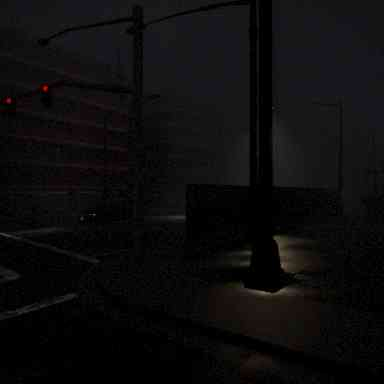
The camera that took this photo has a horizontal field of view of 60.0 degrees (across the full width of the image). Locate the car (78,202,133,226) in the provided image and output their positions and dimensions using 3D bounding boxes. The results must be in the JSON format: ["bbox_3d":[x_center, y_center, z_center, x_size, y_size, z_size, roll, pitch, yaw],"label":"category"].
[{"bbox_3d":[-5.756,1.491,23.690,2.128,1.511,4.902,0,0,35],"label":"car"}]
